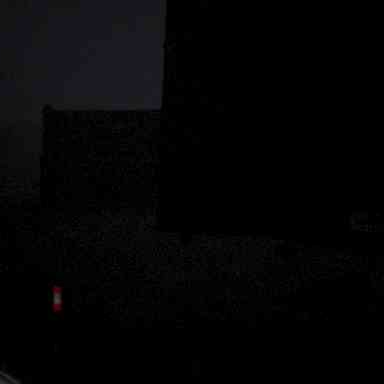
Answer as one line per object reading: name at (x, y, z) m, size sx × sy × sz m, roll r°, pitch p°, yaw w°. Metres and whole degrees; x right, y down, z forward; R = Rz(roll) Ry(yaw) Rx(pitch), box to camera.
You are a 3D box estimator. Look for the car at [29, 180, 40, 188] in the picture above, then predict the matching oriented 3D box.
car at (-31.401, -1.724, 68.911) m, size 4.553 × 1.767 × 2.185 m, roll 4°, pitch 3°, yaw 23°
